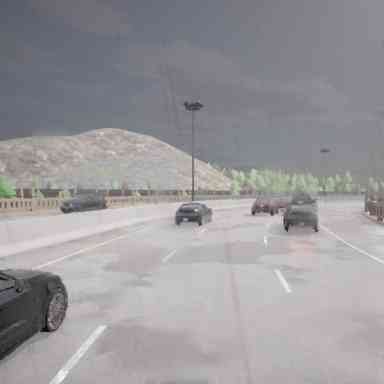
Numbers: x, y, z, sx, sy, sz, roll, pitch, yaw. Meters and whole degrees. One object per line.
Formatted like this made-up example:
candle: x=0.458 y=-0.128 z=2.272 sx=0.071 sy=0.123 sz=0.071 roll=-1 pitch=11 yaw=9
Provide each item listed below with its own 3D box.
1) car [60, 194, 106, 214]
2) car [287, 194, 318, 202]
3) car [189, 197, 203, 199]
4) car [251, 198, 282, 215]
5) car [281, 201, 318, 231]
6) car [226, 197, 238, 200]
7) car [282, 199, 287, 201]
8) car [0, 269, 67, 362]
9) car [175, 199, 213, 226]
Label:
car: x=-11.159 y=1.221 z=34.606 sx=2.150 sy=2.045 sz=5.566 roll=0 pitch=0 yaw=20
car: x=11.838 y=1.220 z=34.903 sx=2.150 sy=2.045 sz=5.566 roll=0 pitch=0 yaw=26
car: x=0.416 y=1.504 z=51.051 sx=1.837 sy=1.490 sz=4.892 roll=0 pitch=0 yaw=31
car: x=7.418 y=1.351 z=33.416 sx=2.097 sy=1.767 sz=4.553 roll=0 pitch=0 yaw=23
car: x=6.644 y=1.503 z=20.600 sx=1.837 sy=1.490 sz=4.892 roll=0 pitch=0 yaw=14
car: x=6.620 y=1.562 z=54.391 sx=1.994 sy=1.385 sz=4.181 roll=0 pitch=0 yaw=34
car: x=11.758 y=1.545 z=42.526 sx=2.033 sy=1.411 sz=5.357 roll=0 pitch=0 yaw=31
car: x=-3.149 y=1.526 z=3.854 sx=1.812 sy=1.442 sz=4.674 roll=0 pitch=0 yaw=3
car: x=0.213 y=1.504 z=23.537 sx=1.837 sy=1.490 sz=4.892 roll=0 pitch=0 yaw=15
